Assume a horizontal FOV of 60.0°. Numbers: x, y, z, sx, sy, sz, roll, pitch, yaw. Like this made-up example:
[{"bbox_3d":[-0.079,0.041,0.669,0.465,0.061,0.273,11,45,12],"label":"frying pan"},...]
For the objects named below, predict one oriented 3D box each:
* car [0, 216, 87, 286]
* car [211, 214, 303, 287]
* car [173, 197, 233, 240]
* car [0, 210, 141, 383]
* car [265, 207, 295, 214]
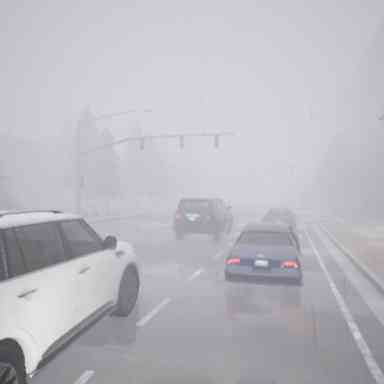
[{"bbox_3d":[-5.366,1.578,9.334,2.033,1.411,5.357,0,0,15],"label":"car"},{"bbox_3d":[2.173,1.595,9.600,2.033,1.411,5.357,0,0,16],"label":"car"},{"bbox_3d":[0.729,1.298,17.319,2.150,2.045,5.566,0,0,16],"label":"car"},{"bbox_3d":[-2.468,1.238,4.498,2.150,2.045,5.566,0,0,10],"label":"car"},{"bbox_3d":[5.581,1.669,21.171,1.994,1.385,4.181,0,0,17],"label":"car"}]
